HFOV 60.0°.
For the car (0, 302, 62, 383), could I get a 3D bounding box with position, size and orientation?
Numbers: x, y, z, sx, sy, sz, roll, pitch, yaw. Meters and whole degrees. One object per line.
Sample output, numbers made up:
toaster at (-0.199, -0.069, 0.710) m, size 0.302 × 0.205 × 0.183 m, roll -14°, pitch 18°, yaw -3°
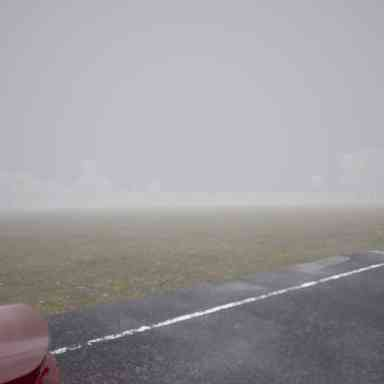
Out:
car at (-3.322, 1.483, 1.619) m, size 5.008 × 1.535 × 1.882 m, roll 0°, pitch 0°, yaw -35°
